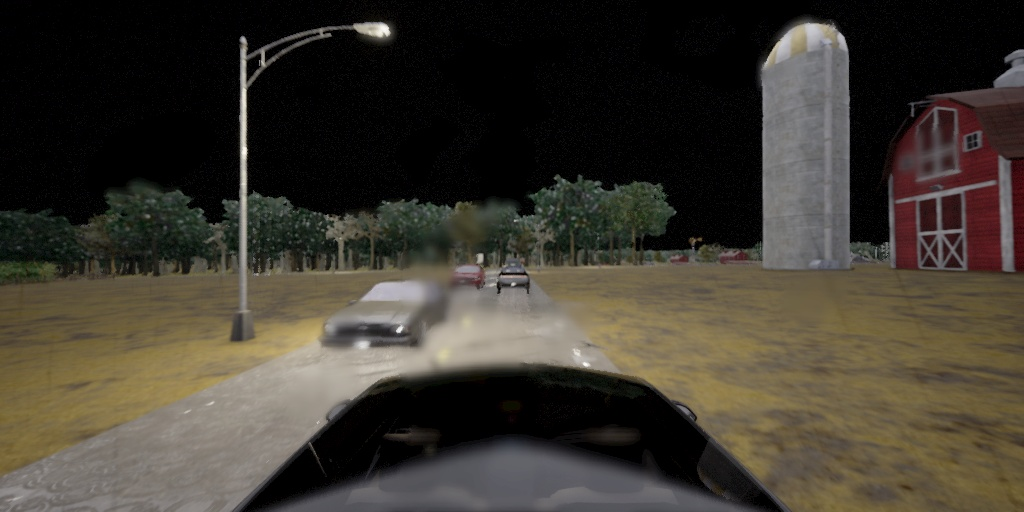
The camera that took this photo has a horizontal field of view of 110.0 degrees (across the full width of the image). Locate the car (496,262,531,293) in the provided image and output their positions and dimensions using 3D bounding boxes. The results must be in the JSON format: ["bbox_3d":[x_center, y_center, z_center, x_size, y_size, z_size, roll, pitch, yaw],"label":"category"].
[{"bbox_3d":[0.085,1.297,21.203,2.128,1.511,4.902,0,0,0],"label":"car"}]

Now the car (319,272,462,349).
[{"bbox_3d":[-2.803,1.312,9.455,2.033,1.411,5.357,0,0,1],"label":"car"}]

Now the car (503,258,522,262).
[{"bbox_3d":[0.106,1.222,42.930,2.150,2.045,5.566,0,-1,0],"label":"car"}]

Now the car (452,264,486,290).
[{"bbox_3d":[-2.789,1.297,23.547,1.882,1.535,5.008,0,0,0],"label":"car"}]
